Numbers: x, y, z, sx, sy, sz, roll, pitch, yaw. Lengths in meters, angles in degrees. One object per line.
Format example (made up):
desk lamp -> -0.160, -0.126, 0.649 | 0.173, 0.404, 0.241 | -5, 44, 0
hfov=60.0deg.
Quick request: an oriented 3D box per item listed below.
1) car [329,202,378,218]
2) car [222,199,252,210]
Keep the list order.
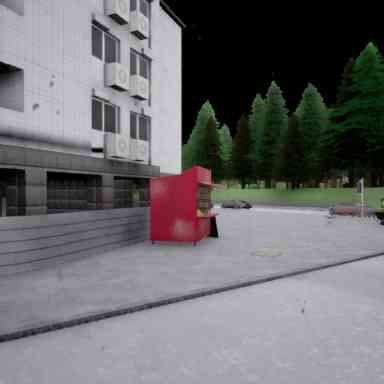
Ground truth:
car -> 14.586, 1.564, 29.900 | 1.994, 1.385, 4.181 | 0, 0, -35
car -> 5.684, 1.563, 42.399 | 1.994, 1.385, 4.181 | 0, 0, -35
